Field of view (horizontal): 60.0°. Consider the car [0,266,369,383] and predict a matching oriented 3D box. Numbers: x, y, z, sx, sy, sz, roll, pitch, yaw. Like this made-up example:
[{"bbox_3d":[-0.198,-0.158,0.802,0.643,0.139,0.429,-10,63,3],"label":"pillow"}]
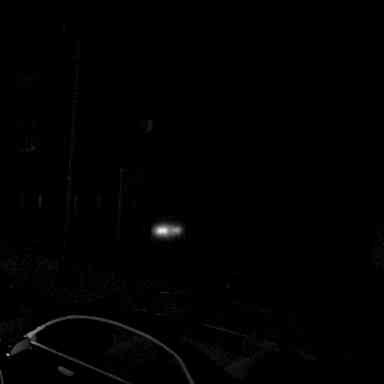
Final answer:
[{"bbox_3d":[-0.572,1.724,3.395,4.403,1.369,2.008,0,-3,37],"label":"car"}]
